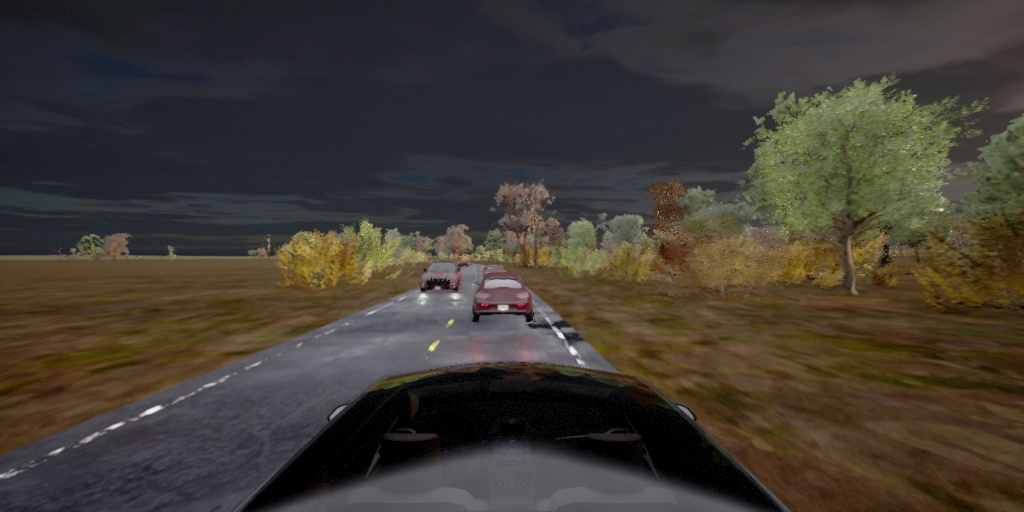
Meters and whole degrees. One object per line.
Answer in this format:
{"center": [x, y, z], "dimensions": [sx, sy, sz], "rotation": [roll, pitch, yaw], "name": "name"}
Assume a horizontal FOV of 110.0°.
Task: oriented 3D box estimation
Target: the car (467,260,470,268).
{"center": [-8.291, 1.386, 62.128], "dimensions": [1.895, 1.301, 4.718], "rotation": [0, 0, -8], "name": "car"}

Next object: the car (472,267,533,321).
{"center": [-0.348, 1.279, 12.338], "dimensions": [1.812, 1.442, 4.674], "rotation": [0, 0, -3], "name": "car"}

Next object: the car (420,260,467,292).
{"center": [-4.034, 1.105, 21.106], "dimensions": [2.097, 1.767, 4.553], "rotation": [0, 0, -4], "name": "car"}

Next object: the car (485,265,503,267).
{"center": [-1.489, 1.364, 30.082], "dimensions": [1.895, 1.301, 4.718], "rotation": [0, 0, -4], "name": "car"}
